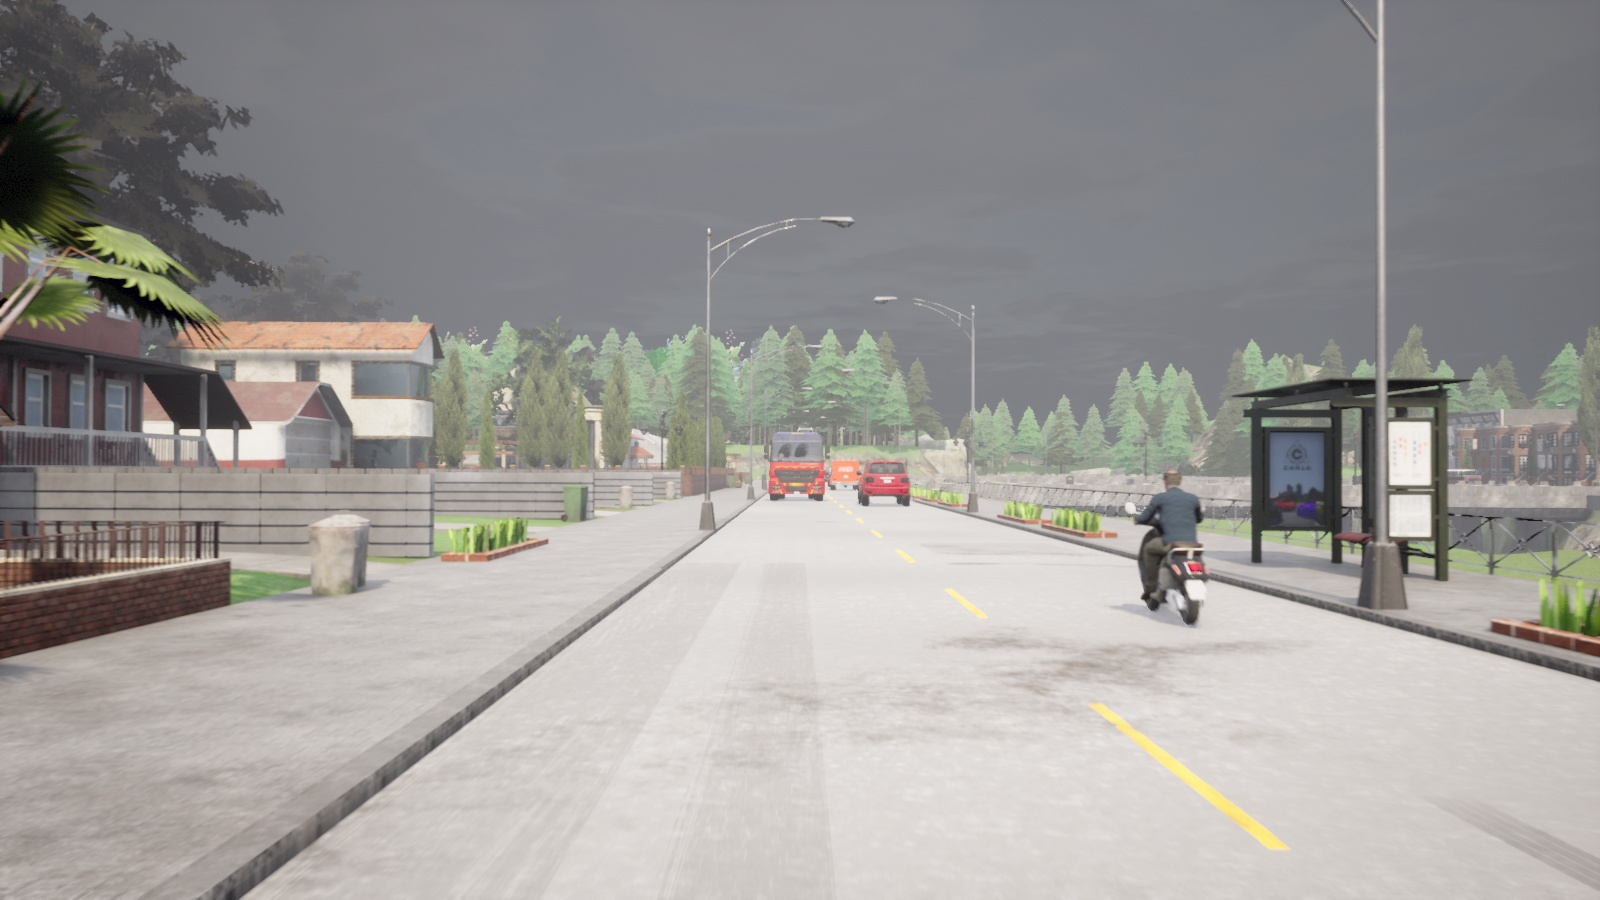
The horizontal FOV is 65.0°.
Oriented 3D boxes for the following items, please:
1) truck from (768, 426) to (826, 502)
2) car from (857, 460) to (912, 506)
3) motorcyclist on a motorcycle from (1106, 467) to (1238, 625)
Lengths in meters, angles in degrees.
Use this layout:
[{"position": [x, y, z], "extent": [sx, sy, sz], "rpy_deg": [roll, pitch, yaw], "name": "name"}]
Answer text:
[{"position": [-0.163, 0.780, 67.450], "extent": [2.891, 3.827, 8.468], "rpy_deg": [0, -1, 0], "name": "truck"}, {"position": [3.863, 1.493, 58.235], "extent": [2.150, 2.045, 5.566], "rpy_deg": [0, -1, 0], "name": "car"}, {"position": [3.968, 0.979, 13.543], "extent": [0.866, 1.590, 1.817], "rpy_deg": [0, -1, 0], "name": "motorcyclist on a motorcycle"}]
